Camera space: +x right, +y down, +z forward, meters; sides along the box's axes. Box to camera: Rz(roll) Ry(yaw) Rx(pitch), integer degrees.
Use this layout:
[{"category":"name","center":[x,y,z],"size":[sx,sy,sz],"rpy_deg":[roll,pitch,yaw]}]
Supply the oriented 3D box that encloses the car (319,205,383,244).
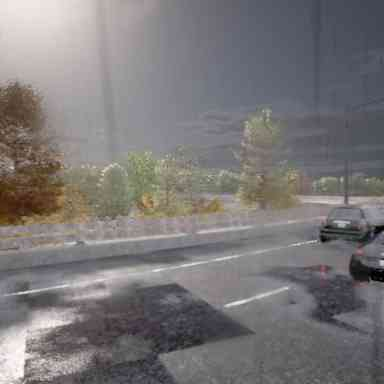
[{"category":"car","center":[7.699,1.395,15.155],"size":[4.553,1.767,2.097],"rpy_deg":[0,0,-43]}]

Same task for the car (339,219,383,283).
[{"category":"car","center":[5.909,1.585,8.780],"size":[4.181,1.385,1.994],"rpy_deg":[0,0,-41]}]
